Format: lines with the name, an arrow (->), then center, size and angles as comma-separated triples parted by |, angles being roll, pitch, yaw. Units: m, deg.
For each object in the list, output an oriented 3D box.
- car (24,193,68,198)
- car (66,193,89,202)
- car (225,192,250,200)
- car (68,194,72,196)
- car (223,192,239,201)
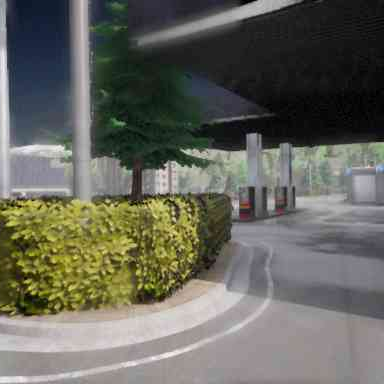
car -> -14.794, 1.180, 33.599 | 3.866, 1.878, 1.905 | -1, 0, 35
car -> -22.926, 1.101, 66.494 | 4.605, 1.855, 1.932 | -1, 0, 35
car -> 9.177, 0.811, 66.517 | 4.514, 1.523, 2.007 | -1, 0, 35
car -> -24.271, 1.121, 63.885 | 3.866, 1.878, 1.905 | -1, 0, 35
car -> 7.406, 0.849, 63.928 | 5.027, 1.636, 2.152 | -1, 0, 35
